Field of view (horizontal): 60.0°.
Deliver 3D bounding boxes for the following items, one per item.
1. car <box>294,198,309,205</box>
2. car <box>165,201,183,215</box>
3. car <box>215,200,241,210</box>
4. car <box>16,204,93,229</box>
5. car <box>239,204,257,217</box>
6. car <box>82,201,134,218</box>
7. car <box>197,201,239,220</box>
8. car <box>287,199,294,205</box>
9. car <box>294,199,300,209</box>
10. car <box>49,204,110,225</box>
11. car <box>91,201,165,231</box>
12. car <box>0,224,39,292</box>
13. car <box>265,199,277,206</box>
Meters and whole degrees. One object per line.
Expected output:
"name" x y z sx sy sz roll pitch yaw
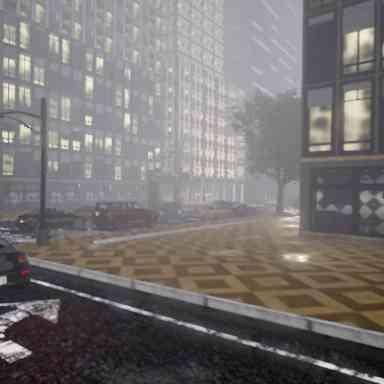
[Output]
"car" 25.633 2.155 77.525 2.008 1.369 4.403 1 0 36
"car" -2.872 1.720 34.604 1.837 1.490 4.892 1 0 36
"car" 5.521 1.892 50.326 1.947 1.339 4.313 1 0 36
"car" -8.829 1.704 21.168 1.994 1.385 4.181 1 0 34
"car" 5.558 1.944 36.283 1.802 1.307 4.206 1 0 36
"car" -7.989 1.655 32.056 1.752 1.417 4.829 1 0 36
"car" 2.306 1.840 31.884 1.752 1.417 4.829 1 0 36
"car" 22.281 2.141 72.992 1.802 1.307 4.206 1 0 36
"car" 18.974 1.868 54.423 2.192 1.841 5.009 1 0 36
"car" -8.859 1.691 26.514 1.994 1.385 4.181 1 0 36
"car" -4.499 1.530 22.678 2.192 1.841 5.009 1 0 36
"car" -5.522 1.523 7.620 4.674 1.442 1.812 0 0 35
"car" 15.477 1.991 63.789 1.752 1.417 4.829 1 0 36
